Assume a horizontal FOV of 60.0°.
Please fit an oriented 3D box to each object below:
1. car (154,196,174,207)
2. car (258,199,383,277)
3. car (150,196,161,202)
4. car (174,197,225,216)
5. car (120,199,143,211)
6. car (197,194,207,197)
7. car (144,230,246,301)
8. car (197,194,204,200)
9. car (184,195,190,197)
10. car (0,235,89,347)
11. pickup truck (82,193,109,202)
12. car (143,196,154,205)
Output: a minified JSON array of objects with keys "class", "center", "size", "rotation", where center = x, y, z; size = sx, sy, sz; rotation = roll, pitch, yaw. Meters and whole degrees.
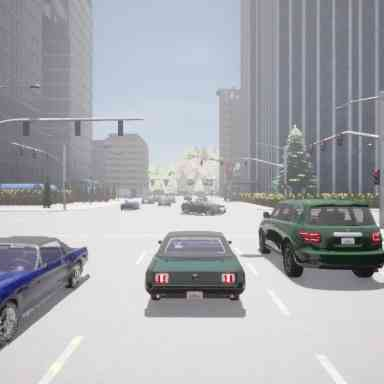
[{"class":"car","center":[-4.340,1.489,52.256],"size":[2.128,1.511,4.902],"rotation":[0,0,-1]},{"class":"car","center":[3.585,1.221,10.330],"size":[2.150,2.045,5.566],"rotation":[0,0,0]},{"class":"car","center":[-8.067,1.551,74.488],"size":[1.994,1.385,4.181],"rotation":[0,0,-1]},{"class":"car","center":[1.021,1.491,32.145],"size":[4.902,1.511,2.128],"rotation":[0,0,43]},{"class":"car","center":[-7.654,1.601,41.147],"size":[1.895,1.301,4.718],"rotation":[0,0,-1]},{"class":"car","center":[2.373,1.348,78.765],"size":[2.097,1.767,4.553],"rotation":[0,0,-1]},{"class":"car","center":[0.074,1.601,8.301],"size":[1.895,1.301,4.718],"rotation":[0,0,0]},{"class":"car","center":[2.227,1.386,89.046],"size":[1.882,1.535,5.008],"rotation":[0,0,-1]},{"class":"car","center":[-1.122,1.500,78.496],"size":[1.837,1.490,4.892],"rotation":[0,0,-1]},{"class":"car","center":[-3.593,1.601,6.407],"size":[1.895,1.301,4.718],"rotation":[0,0,0]},{"class":"pickup truck","center":[-21.173,1.058,73.355],"size":[2.390,2.098,6.274],"rotation":[0,0,30]},{"class":"car","center":[-7.921,1.490,59.135],"size":[2.128,1.511,4.902],"rotation":[0,0,-1]}]
